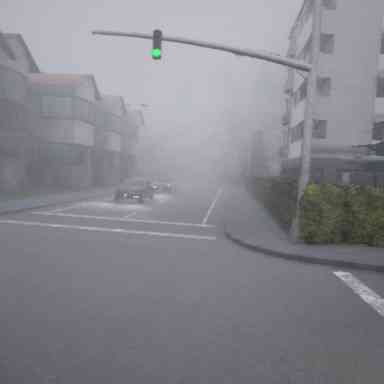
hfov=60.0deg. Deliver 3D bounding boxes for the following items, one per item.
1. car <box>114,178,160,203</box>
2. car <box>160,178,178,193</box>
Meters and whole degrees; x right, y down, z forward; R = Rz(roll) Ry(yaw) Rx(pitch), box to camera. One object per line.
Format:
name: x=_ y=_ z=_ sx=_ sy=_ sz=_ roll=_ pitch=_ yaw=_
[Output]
car: x=-3.821 y=-0.184 z=22.889 sx=1.837 sy=1.490 sz=4.892 roll=4 pitch=4 yaw=6
car: x=-2.662 y=-0.671 z=32.990 sx=1.895 sy=1.301 sz=4.718 roll=4 pitch=4 yaw=7
